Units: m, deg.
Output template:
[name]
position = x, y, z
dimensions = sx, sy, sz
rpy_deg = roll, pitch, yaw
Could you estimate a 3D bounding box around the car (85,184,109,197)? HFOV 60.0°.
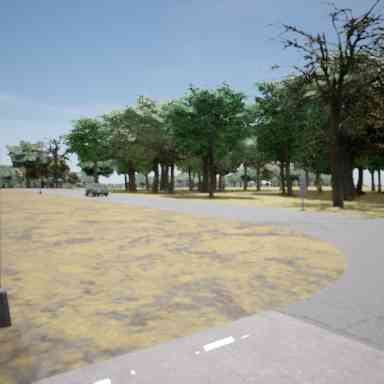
[car]
position = -14.769, -0.265, 51.338
dimensions = 2.150, 2.045, 5.566
rpy_deg = -1, 2, -36
